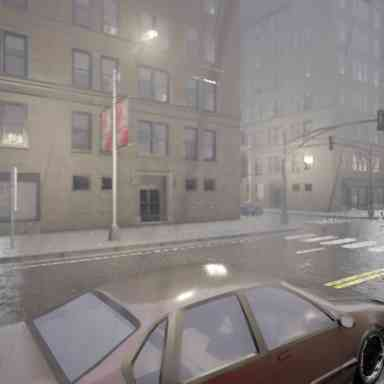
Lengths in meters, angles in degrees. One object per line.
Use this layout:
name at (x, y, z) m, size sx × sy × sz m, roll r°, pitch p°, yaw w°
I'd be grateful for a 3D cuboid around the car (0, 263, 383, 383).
car at (0.225, 1.548, 3.595) m, size 5.357 × 1.411 × 2.033 m, roll 0°, pitch 0°, yaw -36°

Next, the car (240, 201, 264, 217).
car at (4.576, 1.497, 30.524) m, size 1.994 × 1.385 × 4.181 m, roll 0°, pitch 0°, yaw -35°
